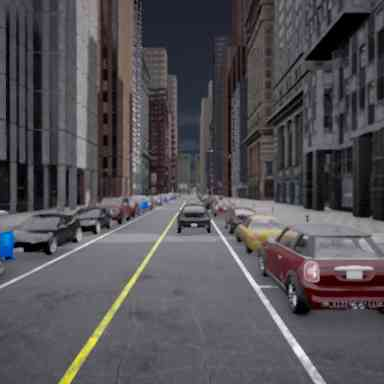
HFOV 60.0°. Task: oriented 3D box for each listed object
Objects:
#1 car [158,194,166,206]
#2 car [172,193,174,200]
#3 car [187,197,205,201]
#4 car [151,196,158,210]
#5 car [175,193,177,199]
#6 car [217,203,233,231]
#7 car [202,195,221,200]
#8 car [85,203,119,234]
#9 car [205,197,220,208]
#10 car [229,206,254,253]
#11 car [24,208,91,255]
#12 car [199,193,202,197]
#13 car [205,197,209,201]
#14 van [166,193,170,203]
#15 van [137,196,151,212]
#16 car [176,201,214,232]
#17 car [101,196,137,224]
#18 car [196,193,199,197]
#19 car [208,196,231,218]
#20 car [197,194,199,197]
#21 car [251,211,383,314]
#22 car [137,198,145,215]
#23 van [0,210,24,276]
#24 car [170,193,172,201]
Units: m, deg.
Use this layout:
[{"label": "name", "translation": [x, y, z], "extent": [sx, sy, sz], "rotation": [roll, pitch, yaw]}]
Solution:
[{"label": "car", "translation": [-5.720, 1.381, 52.685], "extent": [1.967, 1.590, 4.097], "rotation": [0, 0, 0]}, {"label": "car", "translation": [-5.701, 1.470, 75.231], "extent": [2.008, 1.369, 4.403], "rotation": [0, 0, 0]}, {"label": "car", "translation": [0.133, 1.558, 38.005], "extent": [1.895, 1.301, 4.718], "rotation": [0, 0, 0]}, {"label": "car", "translation": [-5.730, 1.393, 41.412], "extent": [1.967, 1.590, 4.097], "rotation": [0, 0, 0]}, {"label": "car", "translation": [-5.692, 1.352, 86.504], "extent": [1.967, 1.590, 4.097], "rotation": [0, 0, 0]}, {"label": "car", "translation": [2.776, 1.529, 18.868], "extent": [2.008, 1.369, 4.403], "rotation": [0, 0, 0]}, {"label": "car", "translation": [2.795, 1.268, 41.413], "extent": [2.192, 1.841, 5.009], "rotation": [0, 0, 0]}, {"label": "car", "translation": [-5.749, 1.544, 18.865], "extent": [1.947, 1.339, 4.313], "rotation": [0, 0, 0]}, {"label": "car", "translation": [2.800, 1.492, 47.050], "extent": [1.887, 1.381, 4.507], "rotation": [0, 0, 0]}, {"label": "car", "translation": [2.771, 1.510, 13.402], "extent": [1.752, 1.417, 4.829], "rotation": [0, 0, 0]}, {"label": "car", "translation": [-5.754, 1.551, 13.228], "extent": [1.947, 1.339, 4.313], "rotation": [0, 0, 0]}, {"label": "car", "translation": [2.814, 1.369, 63.958], "extent": [1.967, 1.590, 4.097], "rotation": [0, 0, 0]}, {"label": "car", "translation": [2.790, 1.525, 35.777], "extent": [1.947, 1.339, 4.313], "rotation": [0, 0, 0]}, {"label": "van", "translation": [-5.711, 1.270, 63.958], "extent": [1.690, 1.788, 3.998], "rotation": [0, 0, 0]}, {"label": "van", "translation": [-5.735, 1.301, 35.775], "extent": [1.690, 1.788, 3.998], "rotation": [0, 0, 0]}, {"label": "car", "translation": [0.116, 1.482, 19.813], "extent": [1.837, 1.490, 4.892], "rotation": [0, 0, 0]}, {"label": "car", "translation": [-5.745, 1.287, 24.501], "extent": [2.192, 1.841, 5.009], "rotation": [0, 0, 0]}, {"label": "car", "translation": [2.839, 1.490, 92.140], "extent": [1.802, 1.307, 4.206], "rotation": [0, 0, 0]}, {"label": "car", "translation": [2.785, 1.406, 30.140], "extent": [1.967, 1.590, 4.097], "rotation": [0, 0, 0]}, {"label": "car", "translation": [2.824, 1.485, 75.231], "extent": [1.947, 1.339, 4.313], "rotation": [0, 0, 0]}, {"label": "car", "translation": [2.766, 1.431, 7.595], "extent": [1.967, 1.590, 4.097], "rotation": [0, 0, 0]}, {"label": "car", "translation": [-5.739, 1.510, 30.138], "extent": [1.887, 1.381, 4.507], "rotation": [0, 0, 0]}, {"label": "van", "translation": [-5.760, 1.332, 7.591], "extent": [1.690, 1.788, 3.998], "rotation": [0, 0, 0]}, {"label": "car", "translation": [-5.706, 1.449, 69.425], "extent": [1.752, 1.417, 4.829], "rotation": [0, 0, 0]}]
